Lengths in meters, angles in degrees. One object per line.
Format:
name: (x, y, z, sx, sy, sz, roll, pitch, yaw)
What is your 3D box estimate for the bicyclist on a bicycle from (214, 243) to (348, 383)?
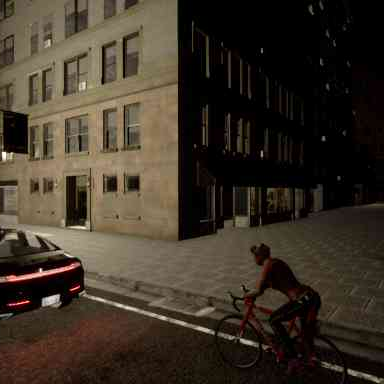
bicyclist on a bicycle: (0.968, 1.453, 3.972, 1.656, 1.620, 0.582, 0, 0, 36)

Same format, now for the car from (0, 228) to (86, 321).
car: (-4.184, 1.492, 6.666, 4.902, 1.511, 2.128, 0, 0, 36)
